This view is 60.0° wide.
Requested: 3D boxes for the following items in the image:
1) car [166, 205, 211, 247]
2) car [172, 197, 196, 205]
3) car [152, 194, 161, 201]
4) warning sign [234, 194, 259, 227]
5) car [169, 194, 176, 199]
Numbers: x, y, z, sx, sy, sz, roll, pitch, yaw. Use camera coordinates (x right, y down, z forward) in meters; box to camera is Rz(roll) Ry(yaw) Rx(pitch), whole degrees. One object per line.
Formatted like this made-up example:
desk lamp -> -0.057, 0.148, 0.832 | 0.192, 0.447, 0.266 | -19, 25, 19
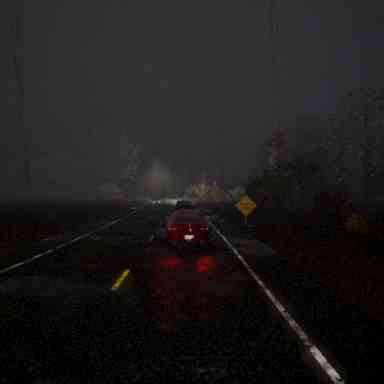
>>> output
car -> -0.180, 1.519, 14.736 | 1.812, 1.442, 4.674 | 0, 0, -1
car -> -0.715, 1.480, 29.769 | 1.837, 1.490, 4.892 | 0, 0, -3
car -> -8.078, 1.233, 75.552 | 2.033, 1.411, 5.357 | 0, 0, -7
warning sign -> 3.241, 1.092, 19.972 | 1.300, 1.860, 1.060 | 1, 1, -2
car -> -5.209, 1.245, 89.944 | 1.812, 1.442, 4.674 | 0, 0, -8
